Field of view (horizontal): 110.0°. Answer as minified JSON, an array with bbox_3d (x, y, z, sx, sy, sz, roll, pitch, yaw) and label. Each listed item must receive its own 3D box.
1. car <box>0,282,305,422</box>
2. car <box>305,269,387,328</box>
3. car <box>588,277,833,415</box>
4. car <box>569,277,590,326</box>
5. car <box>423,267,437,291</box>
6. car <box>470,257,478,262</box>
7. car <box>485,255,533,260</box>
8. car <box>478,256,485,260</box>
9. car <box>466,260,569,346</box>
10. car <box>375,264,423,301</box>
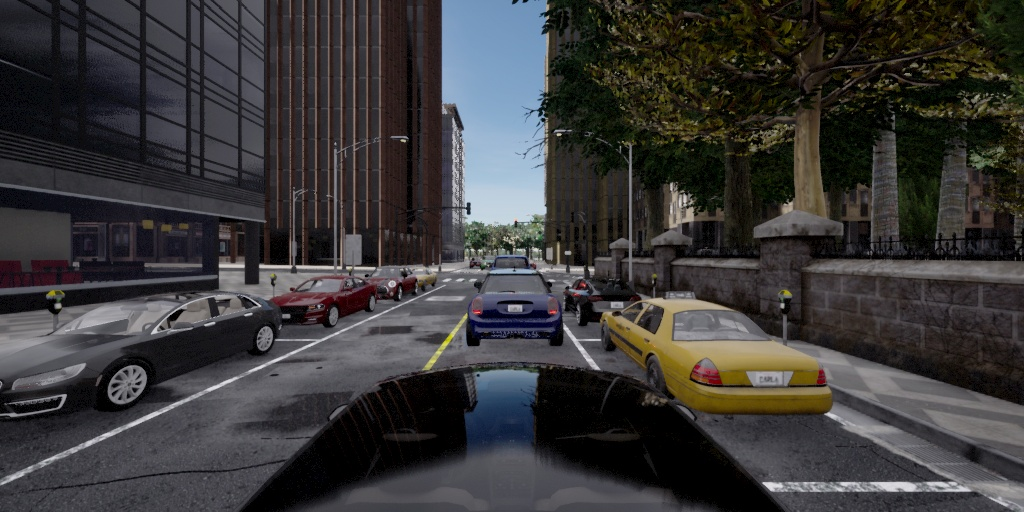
[{"bbox_3d":[-5.772,1.300,5.959,2.007,1.370,4.403,0,0,0],"label":"car"},{"bbox_3d":[-5.785,1.295,11.416,1.888,1.381,4.507,0,0,0],"label":"car"},{"bbox_3d":[2.752,1.275,6.151,1.751,1.417,4.829,0,0,0],"label":"car"},{"bbox_3d":[2.740,1.316,11.437,1.948,1.339,4.313,0,0,0],"label":"car"},{"bbox_3d":[-5.809,1.277,22.160,1.751,1.417,4.829,0,0,0],"label":"car"},{"bbox_3d":[-5.894,1.079,59.738,2.192,1.841,5.009,0,0,0],"label":"car"},{"bbox_3d":[-0.034,0.973,18.973,2.150,2.045,5.566,0,0,0],"label":"car"},{"bbox_3d":[-3.214,0.982,51.214,2.150,2.045,5.566,0,0,-1],"label":"car"},{"bbox_3d":[0.036,1.102,9.539,2.097,1.767,4.553,0,0,-1],"label":"car"},{"bbox_3d":[-5.797,1.190,16.873,1.967,1.591,4.097,0,0,0],"label":"car"}]
